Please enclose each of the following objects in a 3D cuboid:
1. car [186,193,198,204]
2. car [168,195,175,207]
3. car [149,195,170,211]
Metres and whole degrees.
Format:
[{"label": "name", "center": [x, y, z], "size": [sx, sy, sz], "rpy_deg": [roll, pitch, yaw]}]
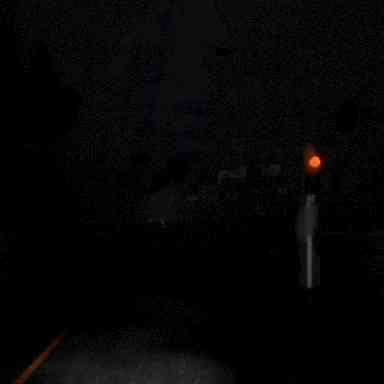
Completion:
[{"label": "car", "center": [0.019, 1.172, 62.736], "size": [2.150, 2.045, 5.566], "rpy_deg": [0, 0, 0]}, {"label": "car", "center": [-4.069, 1.485, 51.169], "size": [1.812, 1.442, 4.674], "rpy_deg": [0, 0, 0]}, {"label": "car", "center": [-4.077, 1.493, 40.905], "size": [1.812, 1.442, 4.674], "rpy_deg": [0, 0, 0]}]
